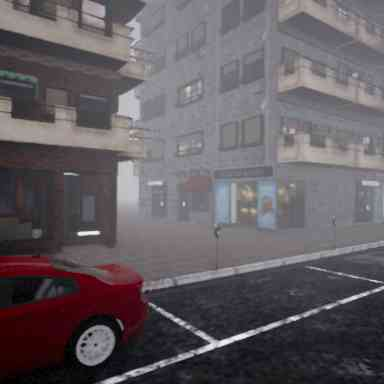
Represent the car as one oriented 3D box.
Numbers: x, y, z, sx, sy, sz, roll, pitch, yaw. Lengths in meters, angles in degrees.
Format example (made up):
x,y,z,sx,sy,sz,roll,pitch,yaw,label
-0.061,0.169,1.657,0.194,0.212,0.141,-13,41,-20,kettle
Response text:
x,y,z,sx,sy,sz,roll,pitch,yaw,label
-2.742,1.545,4.133,4.507,1.381,1.887,0,1,-35,car
